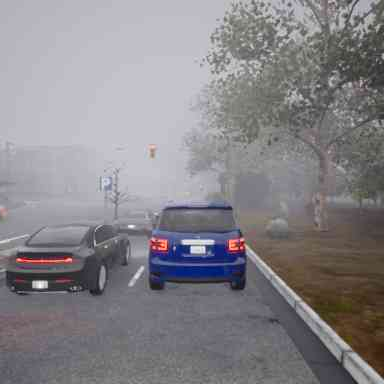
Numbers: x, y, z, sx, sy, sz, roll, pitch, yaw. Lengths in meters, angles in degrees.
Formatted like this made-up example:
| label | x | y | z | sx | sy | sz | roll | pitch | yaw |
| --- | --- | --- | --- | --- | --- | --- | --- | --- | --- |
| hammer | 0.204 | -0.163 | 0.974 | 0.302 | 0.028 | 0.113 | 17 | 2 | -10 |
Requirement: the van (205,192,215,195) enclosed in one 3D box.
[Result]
| label | x | y | z | sx | sy | sz | roll | pitch | yaw |
| --- | --- | --- | --- | --- | --- | --- | --- | --- | --- |
| van | 4.394 | 1.043 | 65.543 | 4.442 | 1.987 | 1.878 | 1 | 0 | -14 |

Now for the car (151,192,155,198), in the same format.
| label | x | y | z | sx | sy | sz | roll | pitch | yaw |
| --- | --- | --- | --- | --- | --- | --- | --- | --- | --- |
| car | -12.132 | 1.359 | 80.928 | 4.674 | 1.452 | 2.002 | -1 | 0 | -13 |

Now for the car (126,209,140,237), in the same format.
| label | x | y | z | sx | sy | sz | roll | pitch | yaw |
| --- | --- | --- | --- | --- | --- | --- | --- | --- | --- |
| car | -2.814 | 1.589 | 17.627 | 1.994 | 1.385 | 4.181 | 0 | 0 | 1 |

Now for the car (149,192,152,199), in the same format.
| label | x | y | z | sx | sy | sz | roll | pitch | yaw |
| --- | --- | --- | --- | --- | --- | --- | --- | --- | --- |
| car | -12.508 | 1.359 | 77.927 | 4.674 | 1.452 | 2.002 | -1 | 0 | -13 |

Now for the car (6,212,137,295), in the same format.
| label | x | y | z | sx | sy | sz | roll | pitch | yaw |
| --- | --- | --- | --- | --- | --- | --- | --- | --- | --- |
| car | -2.876 | 1.515 | 8.741 | 1.837 | 1.490 | 4.892 | 0 | 0 | 0 |

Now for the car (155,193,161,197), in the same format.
| label | x | y | z | sx | sy | sz | roll | pitch | yaw |
| --- | --- | --- | --- | --- | --- | --- | --- | --- | --- |
| car | -11.306 | 1.357 | 86.909 | 4.674 | 1.452 | 2.002 | -1 | 0 | -12 |

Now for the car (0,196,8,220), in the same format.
| label | x | y | z | sx | sy | sz | roll | pitch | yaw |
| --- | --- | --- | --- | --- | --- | --- | --- | --- | --- |
| car | -16.585 | 1.404 | 25.177 | 4.553 | 1.767 | 2.185 | -1 | 0 | -19 |

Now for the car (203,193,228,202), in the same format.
| label | x | y | z | sx | sy | sz | roll | pitch | yaw |
| --- | --- | --- | --- | --- | --- | --- | --- | --- | --- |
| car | 4.782 | 1.142 | 68.512 | 4.553 | 1.767 | 2.185 | 1 | 0 | -14 |

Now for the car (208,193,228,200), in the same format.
| label | x | y | z | sx | sy | sz | roll | pitch | yaw |
| --- | --- | --- | --- | --- | --- | --- | --- | --- | --- |
| car | 6.598 | 1.129 | 83.208 | 4.553 | 1.767 | 2.185 | 1 | 0 | -12 |

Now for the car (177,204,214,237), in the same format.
| label | x | y | z | sx | sy | sz | roll | pitch | yaw |
| --- | --- | --- | --- | --- | --- | --- | --- | --- | --- |
| car | 0.204 | 1.531 | 19.084 | 1.837 | 1.490 | 4.892 | 0 | 0 | 0 |

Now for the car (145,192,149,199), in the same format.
| label | x | y | z | sx | sy | sz | roll | pitch | yaw |
| --- | --- | --- | --- | --- | --- | --- | --- | --- | --- |
| car | -12.886 | 1.322 | 74.933 | 4.892 | 1.521 | 2.231 | -1 | 0 | -13 |

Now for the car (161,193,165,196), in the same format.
| label | x | y | z | sx | sy | sz | roll | pitch | yaw |
| --- | --- | --- | --- | --- | --- | --- | --- | --- | --- |
| car | -10.851 | 1.065 | 89.914 | 5.566 | 2.045 | 2.435 | -1 | 0 | -12 |

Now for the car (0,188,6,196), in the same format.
| label | x | y | z | sx | sy | sz | roll | pitch | yaw |
| --- | --- | --- | --- | --- | --- | --- | --- | --- | --- |
| car | -31.074 | 0.137 | 53.876 | 2.002 | 1.452 | 4.674 | 6 | -3 | -19 |

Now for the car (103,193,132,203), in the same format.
| label | x | y | z | sx | sy | sz | roll | pitch | yaw |
| --- | --- | --- | --- | --- | --- | --- | --- | --- | --- |
| car | -14.338 | 1.358 | 62.980 | 4.792 | 1.488 | 2.163 | -1 | 0 | -15 |

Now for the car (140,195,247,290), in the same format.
| label | x | y | z | sx | sy | sz | roll | pitch | yaw |
| --- | --- | --- | --- | --- | --- | --- | --- | --- | --- |
| car | 0.127 | 1.233 | 9.226 | 2.150 | 2.045 | 5.566 | 0 | 0 | 0 |

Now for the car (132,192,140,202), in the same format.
| label | x | y | z | sx | sy | sz | roll | pitch | yaw |
| --- | --- | --- | --- | --- | --- | --- | --- | --- | --- |
| car | -13.688 | 1.315 | 65.971 | 5.366 | 1.575 | 1.946 | -1 | 0 | -15 |

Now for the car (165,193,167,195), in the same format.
| label | x | y | z | sx | sy | sz | roll | pitch | yaw |
| --- | --- | --- | --- | --- | --- | --- | --- | --- | --- |
| car | -10.424 | 1.316 | 92.892 | 5.008 | 1.535 | 2.097 | -1 | 0 | -11 |

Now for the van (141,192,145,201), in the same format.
| label | x | y | z | sx | sy | sz | roll | pitch | yaw |
| --- | --- | --- | --- | --- | --- | --- | --- | --- | --- |
| van | -13.119 | 1.093 | 71.962 | 4.442 | 1.987 | 1.878 | -1 | 0 | -14 |
